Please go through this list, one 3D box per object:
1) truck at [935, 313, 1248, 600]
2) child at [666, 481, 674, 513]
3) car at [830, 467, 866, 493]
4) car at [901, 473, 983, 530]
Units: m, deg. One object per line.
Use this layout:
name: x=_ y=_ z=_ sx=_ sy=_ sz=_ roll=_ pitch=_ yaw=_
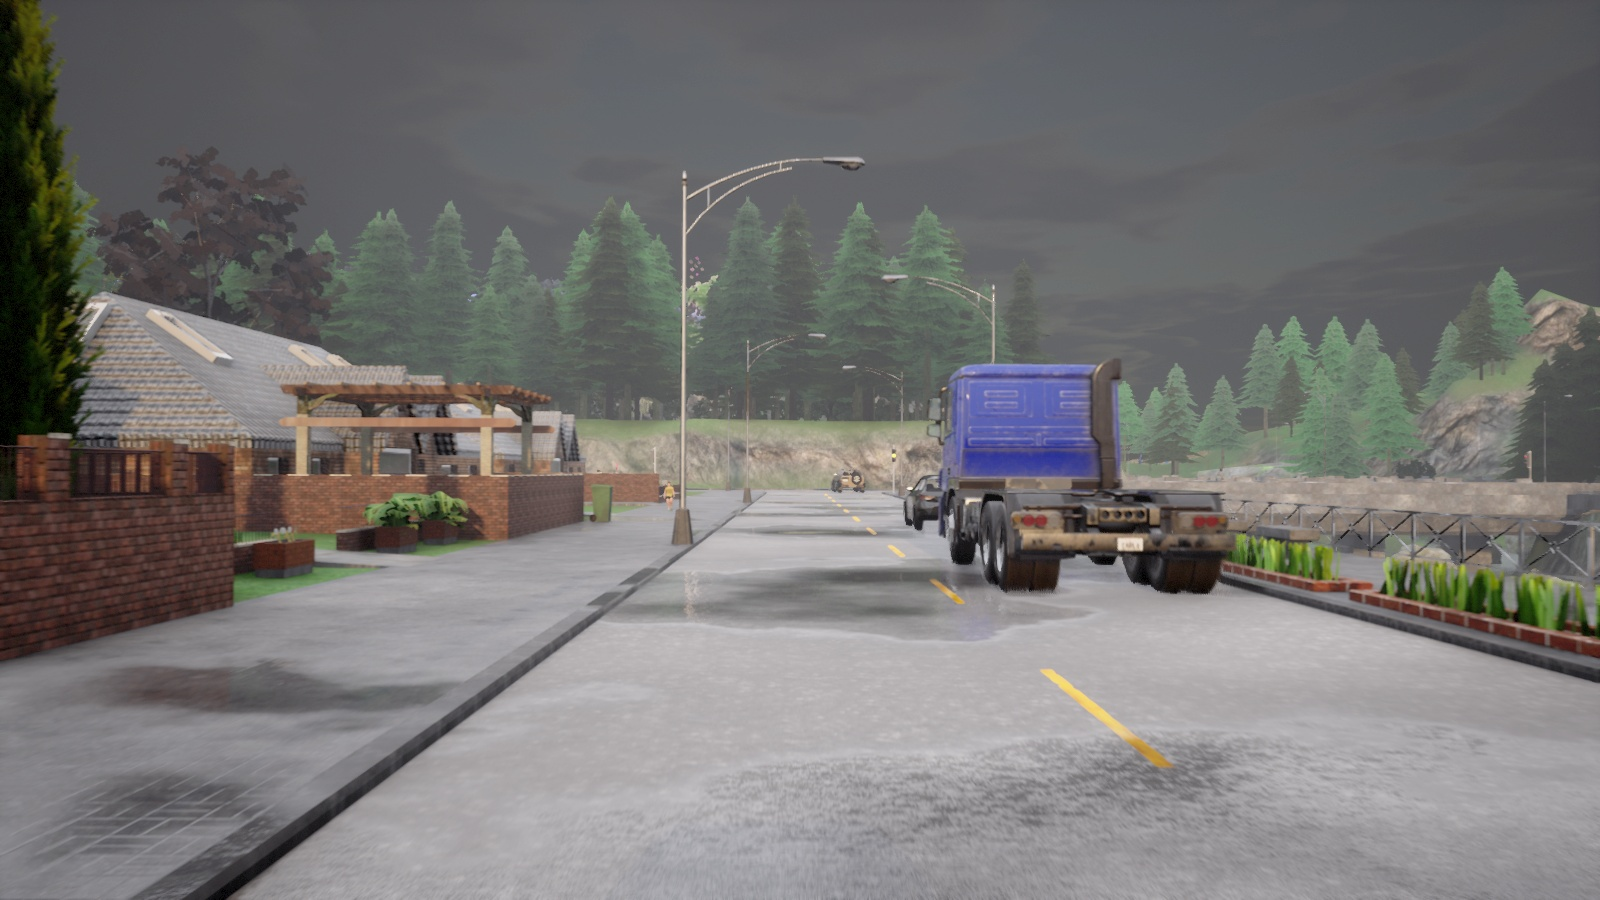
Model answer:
truck: x=3.951 y=0.138 z=19.182 sx=2.891 sy=3.462 sz=7.936 roll=0 pitch=-1 yaw=0
child: x=-4.634 y=1.675 z=44.927 sx=0.255 sy=1.110 sz=0.394 roll=0 pitch=-1 yaw=-2
car: x=3.478 y=2.154 z=91.790 sx=1.932 sy=1.855 sz=4.605 roll=0 pitch=-1 yaw=-7
car: x=3.918 y=1.402 z=35.191 sx=1.816 sy=1.474 sz=4.193 roll=0 pitch=-1 yaw=0
